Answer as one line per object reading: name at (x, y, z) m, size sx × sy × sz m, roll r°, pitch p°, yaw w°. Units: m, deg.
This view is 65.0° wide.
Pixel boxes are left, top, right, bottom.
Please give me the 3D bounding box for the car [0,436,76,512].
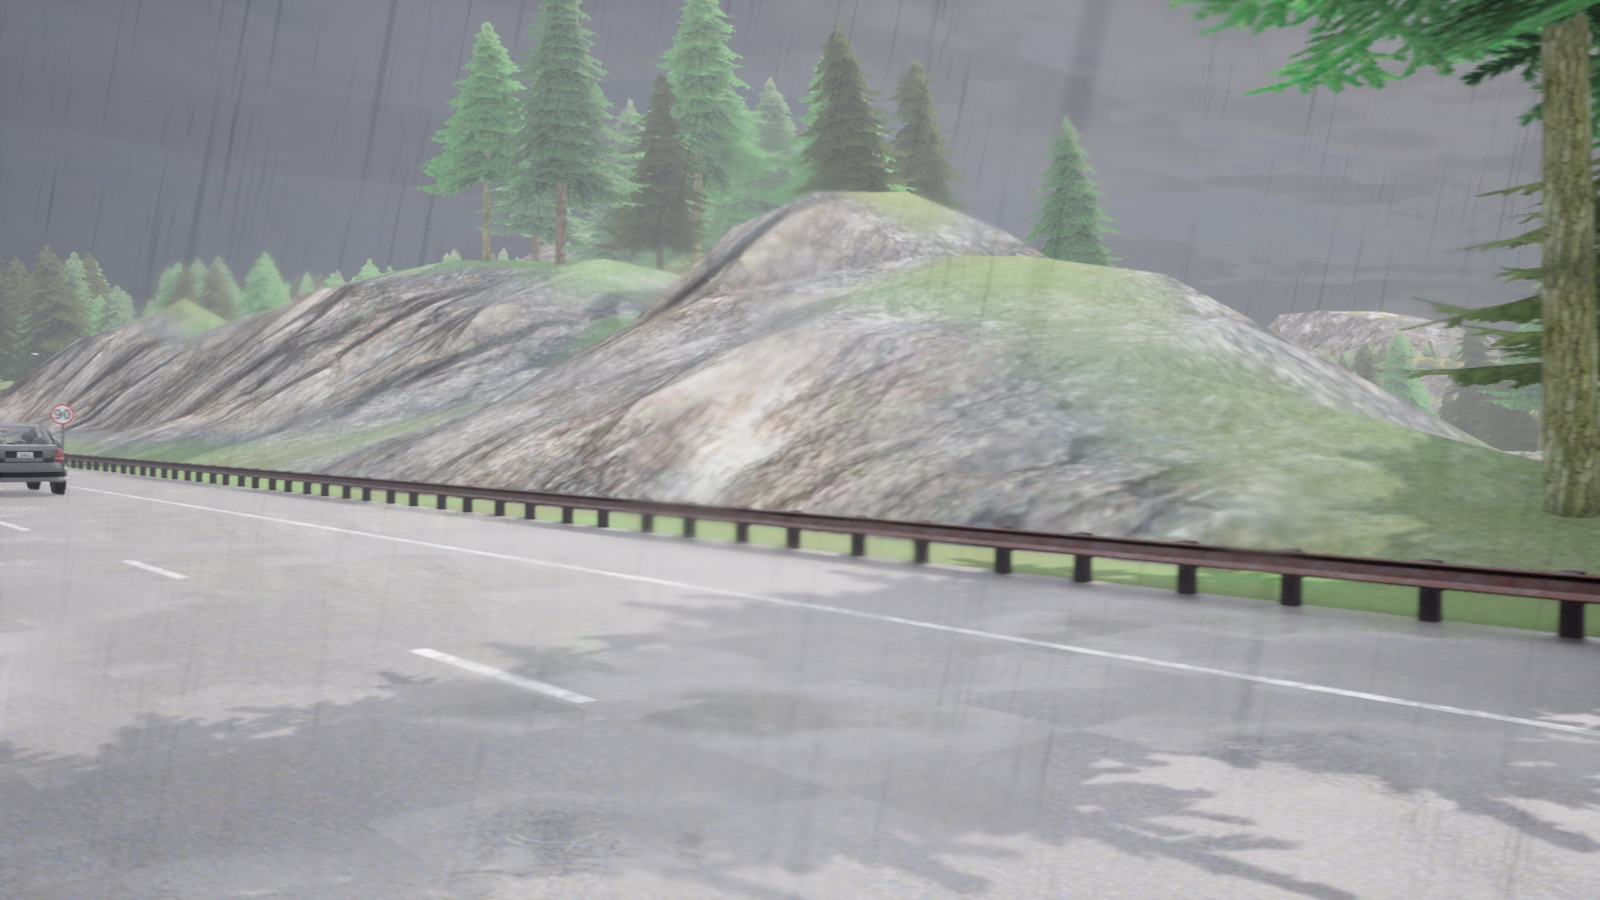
car at (-17.373, 0.491, 27.589) m, size 1.789 × 1.549 × 3.705 m, roll -1°, pitch 1°, yaw -42°
